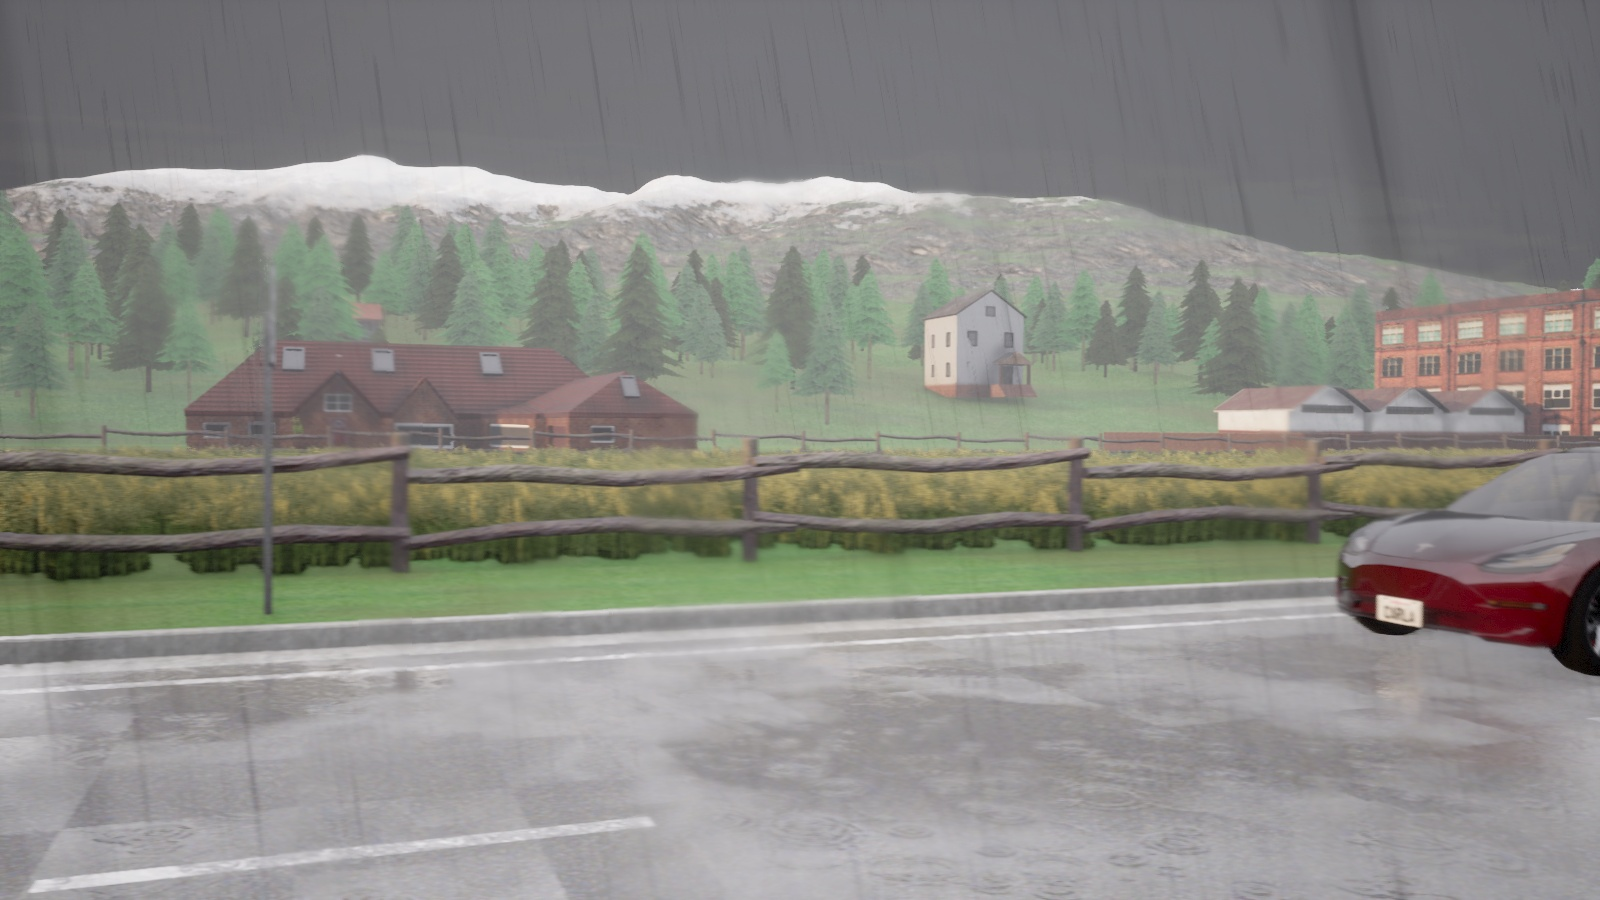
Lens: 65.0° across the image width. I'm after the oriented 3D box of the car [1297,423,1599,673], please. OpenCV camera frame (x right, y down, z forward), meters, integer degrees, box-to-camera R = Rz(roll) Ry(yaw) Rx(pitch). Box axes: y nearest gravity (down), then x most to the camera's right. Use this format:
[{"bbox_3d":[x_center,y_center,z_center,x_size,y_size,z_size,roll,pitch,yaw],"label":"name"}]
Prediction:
[{"bbox_3d":[6.420,0.545,9.419,4.792,1.488,2.163,-1,1,-21],"label":"car"}]
